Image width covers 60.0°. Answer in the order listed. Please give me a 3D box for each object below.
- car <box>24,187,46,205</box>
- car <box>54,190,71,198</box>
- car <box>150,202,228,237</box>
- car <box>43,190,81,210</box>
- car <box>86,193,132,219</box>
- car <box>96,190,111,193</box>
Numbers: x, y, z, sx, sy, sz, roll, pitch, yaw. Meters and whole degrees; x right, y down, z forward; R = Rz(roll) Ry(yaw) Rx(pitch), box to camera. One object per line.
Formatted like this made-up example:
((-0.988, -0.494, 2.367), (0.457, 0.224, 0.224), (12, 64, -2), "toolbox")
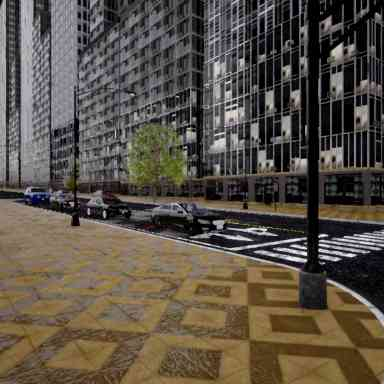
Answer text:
((-18.866, 0.433, 40.572), (2.150, 2.045, 5.566), (0, 1, -38), "car")
((-25.299, 0.299, 64.873), (1.812, 1.442, 4.674), (0, 1, -38), "car")
((-0.268, 1.257, 16.776), (2.128, 1.511, 4.902), (0, 1, -38), "car")
((-12.347, 0.899, 32.167), (2.128, 1.511, 4.902), (0, 1, -38), "car")
((-6.111, 1.097, 24.208), (1.837, 1.490, 4.892), (0, 1, -38), "car")
((-13.440, 0.483, 49.702), (2.097, 1.767, 4.553), (0, 1, -38), "car")
